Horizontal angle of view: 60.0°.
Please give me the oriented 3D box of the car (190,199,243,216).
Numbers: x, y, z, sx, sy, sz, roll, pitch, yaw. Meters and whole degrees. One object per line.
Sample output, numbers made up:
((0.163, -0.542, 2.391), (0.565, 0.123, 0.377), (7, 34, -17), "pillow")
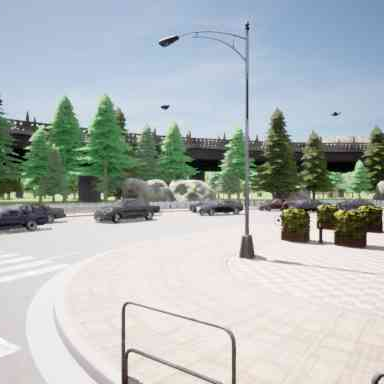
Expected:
((2.673, 1.435, 31.952), (4.902, 1.511, 2.128), (0, 0, -30), "car")

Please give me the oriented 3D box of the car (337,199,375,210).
((19.734, 1.508, 40.189), (4.181, 1.385, 1.994), (0, 0, 0), "car")

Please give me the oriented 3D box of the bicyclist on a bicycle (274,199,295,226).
((5.535, 1.245, 19.605), (0.582, 1.620, 1.656), (0, 0, -44), "bicyclist on a bicycle")

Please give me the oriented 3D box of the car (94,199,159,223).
((-5.075, 1.296, 25.061), (2.097, 1.767, 4.553), (0, 0, 41), "car")

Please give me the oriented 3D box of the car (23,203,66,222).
((-11.410, 1.491, 22.732), (2.033, 1.411, 5.357), (0, 0, 37), "car")

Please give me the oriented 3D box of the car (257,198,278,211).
((9.958, 1.470, 38.811), (4.674, 1.442, 1.812), (0, 0, -15), "car")

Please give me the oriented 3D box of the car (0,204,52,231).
((-10.533, 1.544, 18.200), (1.895, 1.301, 4.718), (0, 0, 36), "car")

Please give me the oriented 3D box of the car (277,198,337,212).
((12.450, 1.491, 36.110), (5.357, 1.411, 2.033), (0, 0, -12), "car")
